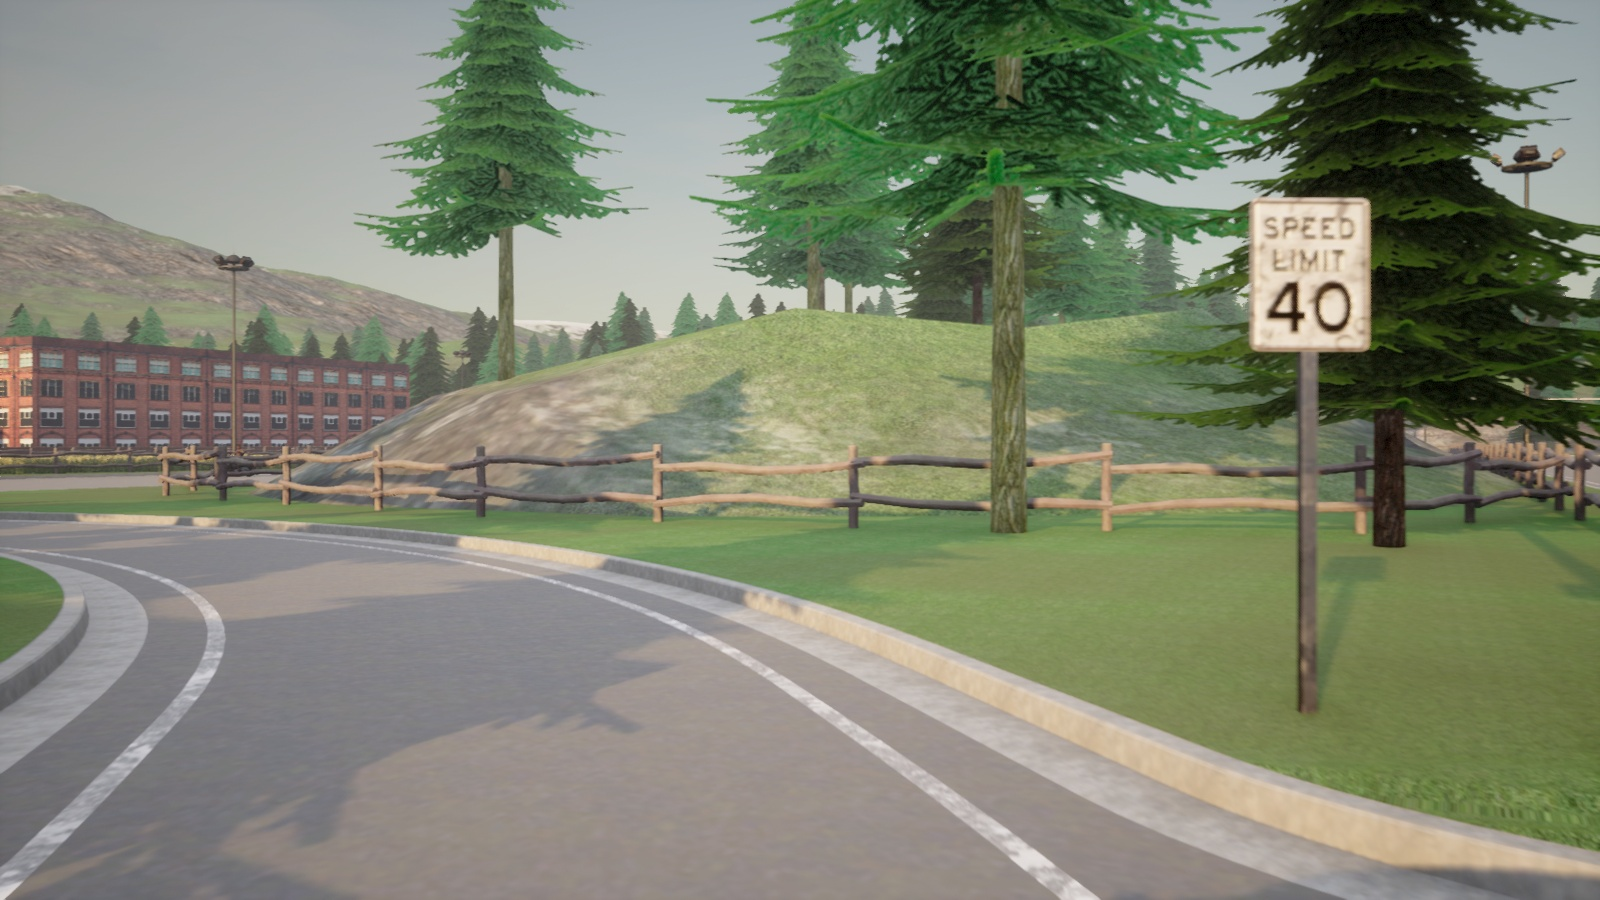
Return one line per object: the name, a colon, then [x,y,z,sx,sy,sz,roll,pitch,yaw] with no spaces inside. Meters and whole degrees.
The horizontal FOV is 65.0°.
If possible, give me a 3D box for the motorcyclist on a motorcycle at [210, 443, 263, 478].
motorcyclist on a motorcycle: [-27.307,0.475,60.898,0.766,1.649,2.350,0,0,27]
